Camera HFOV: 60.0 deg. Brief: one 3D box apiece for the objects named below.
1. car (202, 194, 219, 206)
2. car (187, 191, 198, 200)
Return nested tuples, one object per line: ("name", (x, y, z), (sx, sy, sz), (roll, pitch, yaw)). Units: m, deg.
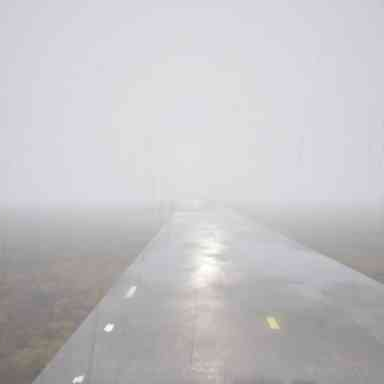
("car", (2.907, 1.326, 51.009), (1.812, 1.442, 4.674), (0, 0, 0))
("car", (0.090, 0.802, 79.280), (2.150, 2.045, 5.566), (0, 0, 0))
